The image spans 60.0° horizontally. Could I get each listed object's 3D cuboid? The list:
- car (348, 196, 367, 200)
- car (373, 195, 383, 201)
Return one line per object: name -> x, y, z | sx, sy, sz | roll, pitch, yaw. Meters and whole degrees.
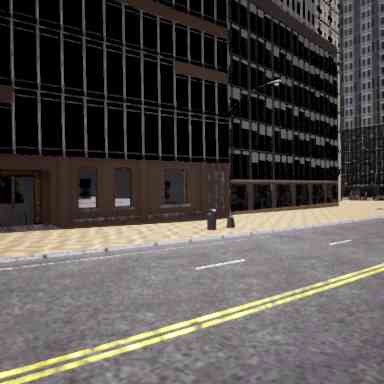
car -> 40.270, 1.390, 81.039 | 1.802, 1.307, 4.206 | -1, 1, -45
car -> 44.252, 1.409, 76.981 | 1.947, 1.339, 4.313 | -1, 1, -45
